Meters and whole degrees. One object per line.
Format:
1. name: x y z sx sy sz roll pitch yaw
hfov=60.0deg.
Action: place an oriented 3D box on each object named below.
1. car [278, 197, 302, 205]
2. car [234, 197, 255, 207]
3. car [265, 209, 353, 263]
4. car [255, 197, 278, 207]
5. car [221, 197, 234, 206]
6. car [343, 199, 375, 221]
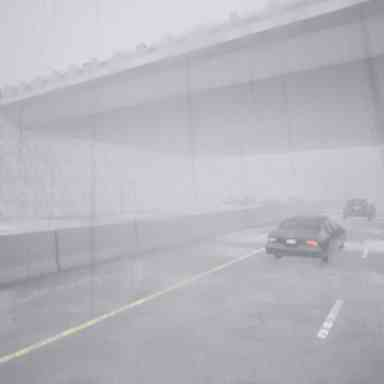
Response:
1. car: 15.075 1.482 49.719 2.128 1.511 4.902 0 0 32
2. car: 9.012 1.515 53.214 1.837 1.490 4.892 0 0 32
3. car: 4.331 1.544 12.178 2.033 1.411 5.357 0 0 32
4. car: 12.000 1.549 51.405 2.033 1.411 5.357 0 0 32
5. car: 6.892 1.566 56.401 2.033 1.411 5.357 0 0 32
6. car: 13.977 1.332 27.729 2.097 1.767 4.553 0 0 32
